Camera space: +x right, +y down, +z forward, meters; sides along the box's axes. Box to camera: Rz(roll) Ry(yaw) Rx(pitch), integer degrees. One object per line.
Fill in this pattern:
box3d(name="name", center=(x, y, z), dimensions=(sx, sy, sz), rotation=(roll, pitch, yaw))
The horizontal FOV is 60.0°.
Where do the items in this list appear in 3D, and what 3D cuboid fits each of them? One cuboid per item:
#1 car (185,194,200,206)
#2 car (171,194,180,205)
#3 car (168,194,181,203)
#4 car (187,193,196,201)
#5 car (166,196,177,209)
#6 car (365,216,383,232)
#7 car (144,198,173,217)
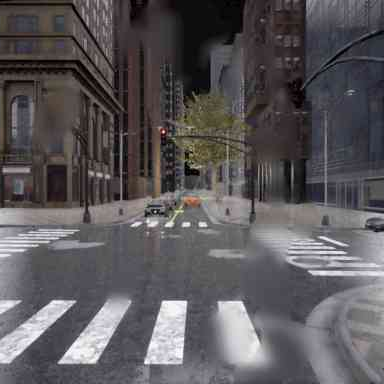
box3d(name="car", center=(0.050, 1.142, 49.852), dimensions=(2.097, 1.767, 4.553), rotation=(0, 1, 0))
box3d(name="car", center=(-3.143, 1.393, 49.439), dimensions=(1.895, 1.301, 4.718), rotation=(0, 0, 0))
box3d(name="car", center=(-3.102, 1.183, 60.783), dimensions=(2.128, 1.511, 4.902), rotation=(0, 1, 1))
box3d(name="car", center=(-0.028, 1.063, 70.686), dimensions=(1.882, 1.535, 5.008), rotation=(0, 1, 0))
box3d(name="car", center=(-3.136, 1.470, 39.103), dimensions=(1.895, 1.301, 4.718), rotation=(0, 0, 0))
box3d(name="car", center=(11.910, 1.632, 18.363), dimensions=(4.403, 1.369, 2.008), rotation=(0, 0, 0))
box3d(name="car", center=(-3.128, 1.490, 30.310), dimensions=(1.994, 1.385, 4.181), rotation=(0, 0, 0))
